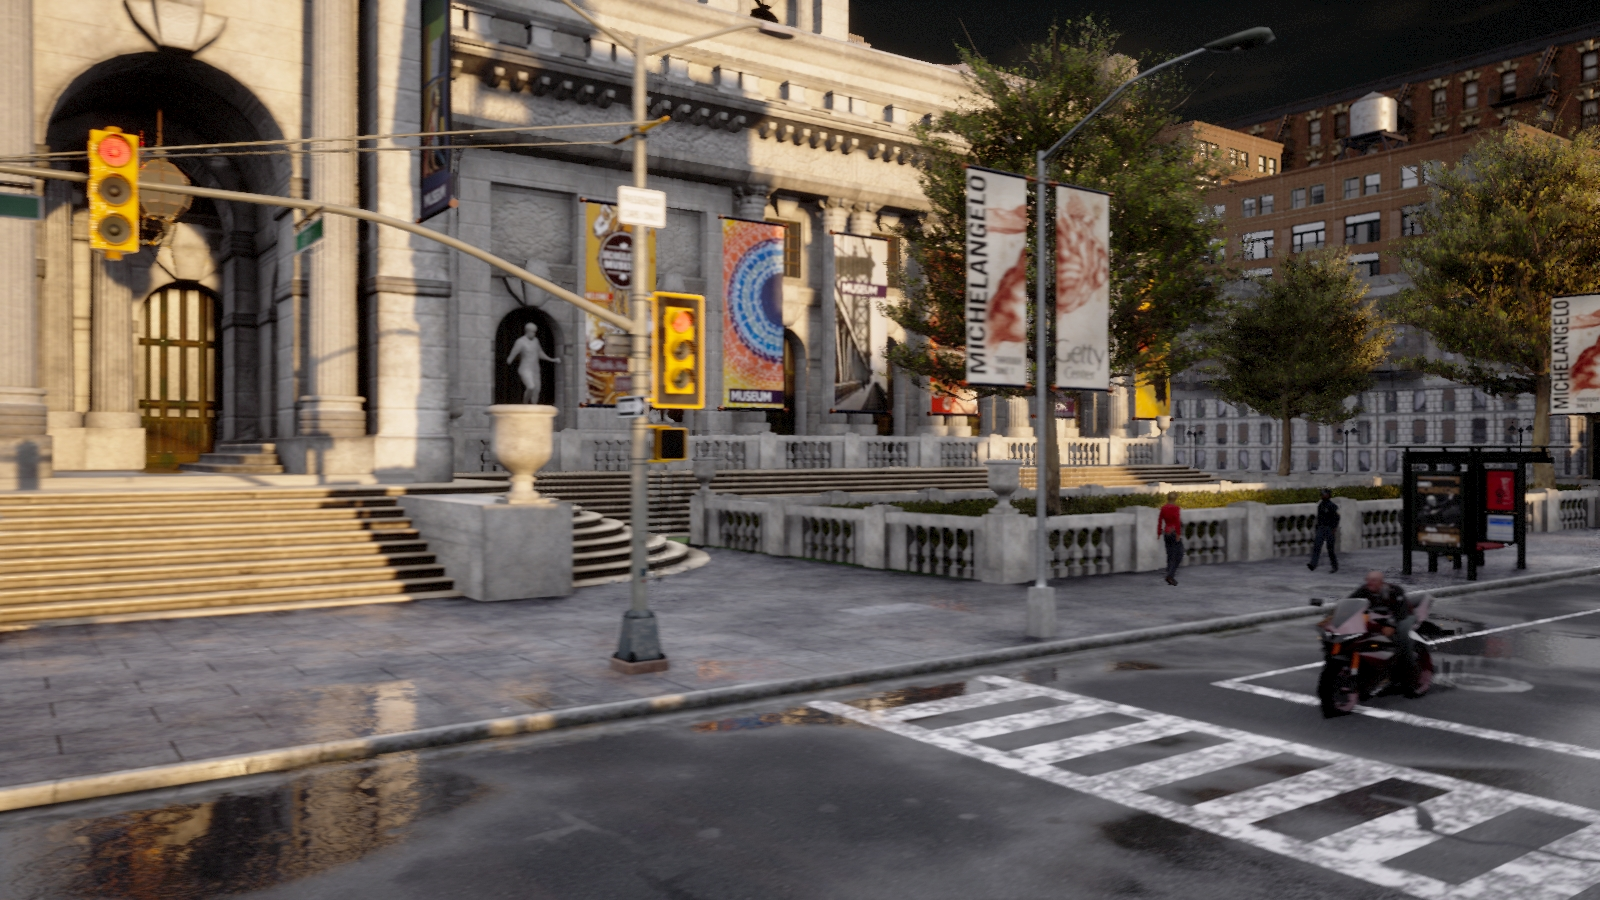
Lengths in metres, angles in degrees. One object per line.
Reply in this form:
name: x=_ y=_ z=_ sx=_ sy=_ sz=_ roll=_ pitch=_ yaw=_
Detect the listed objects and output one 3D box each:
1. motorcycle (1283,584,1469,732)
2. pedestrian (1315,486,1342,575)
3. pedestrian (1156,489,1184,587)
motorcycle: x=6.309 y=2.205 z=12.470 sx=2.209 sy=1.251 sz=0.867 roll=0 pitch=0 yaw=-35
pedestrian: x=11.228 y=1.696 z=24.269 sx=0.375 sy=1.860 sz=0.375 roll=0 pitch=0 yaw=-35
pedestrian: x=7.176 y=1.696 z=22.182 sx=0.375 sy=1.860 sz=0.375 roll=0 pitch=0 yaw=-38
